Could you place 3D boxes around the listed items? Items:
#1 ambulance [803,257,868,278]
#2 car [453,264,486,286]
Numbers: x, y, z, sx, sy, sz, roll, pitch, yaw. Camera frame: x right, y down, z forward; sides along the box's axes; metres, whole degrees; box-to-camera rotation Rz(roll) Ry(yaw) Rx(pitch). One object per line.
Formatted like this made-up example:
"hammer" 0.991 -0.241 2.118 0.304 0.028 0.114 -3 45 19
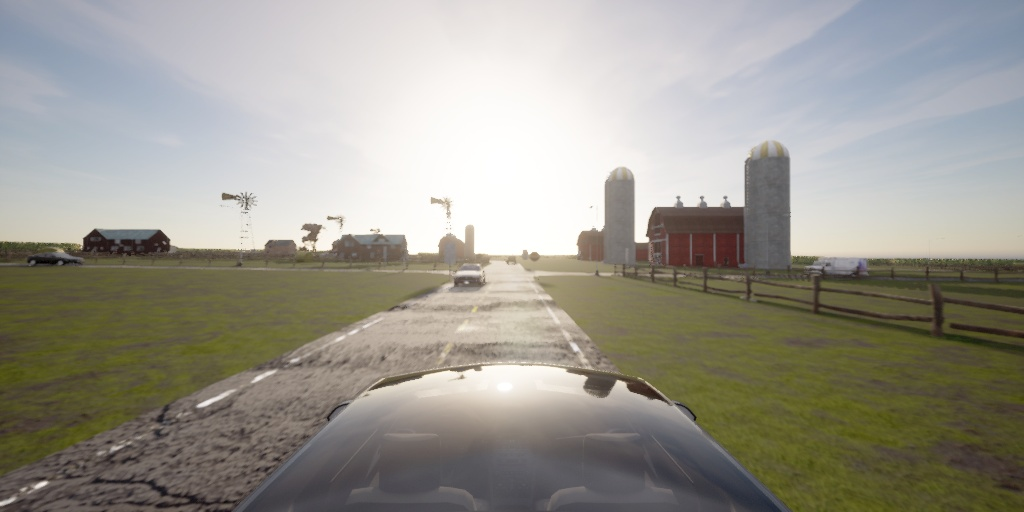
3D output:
"ambulance" 39.407 1.398 43.867 6.366 2.431 2.351 1 0 0
"car" -2.809 1.266 24.956 2.033 1.411 5.357 0 0 0
